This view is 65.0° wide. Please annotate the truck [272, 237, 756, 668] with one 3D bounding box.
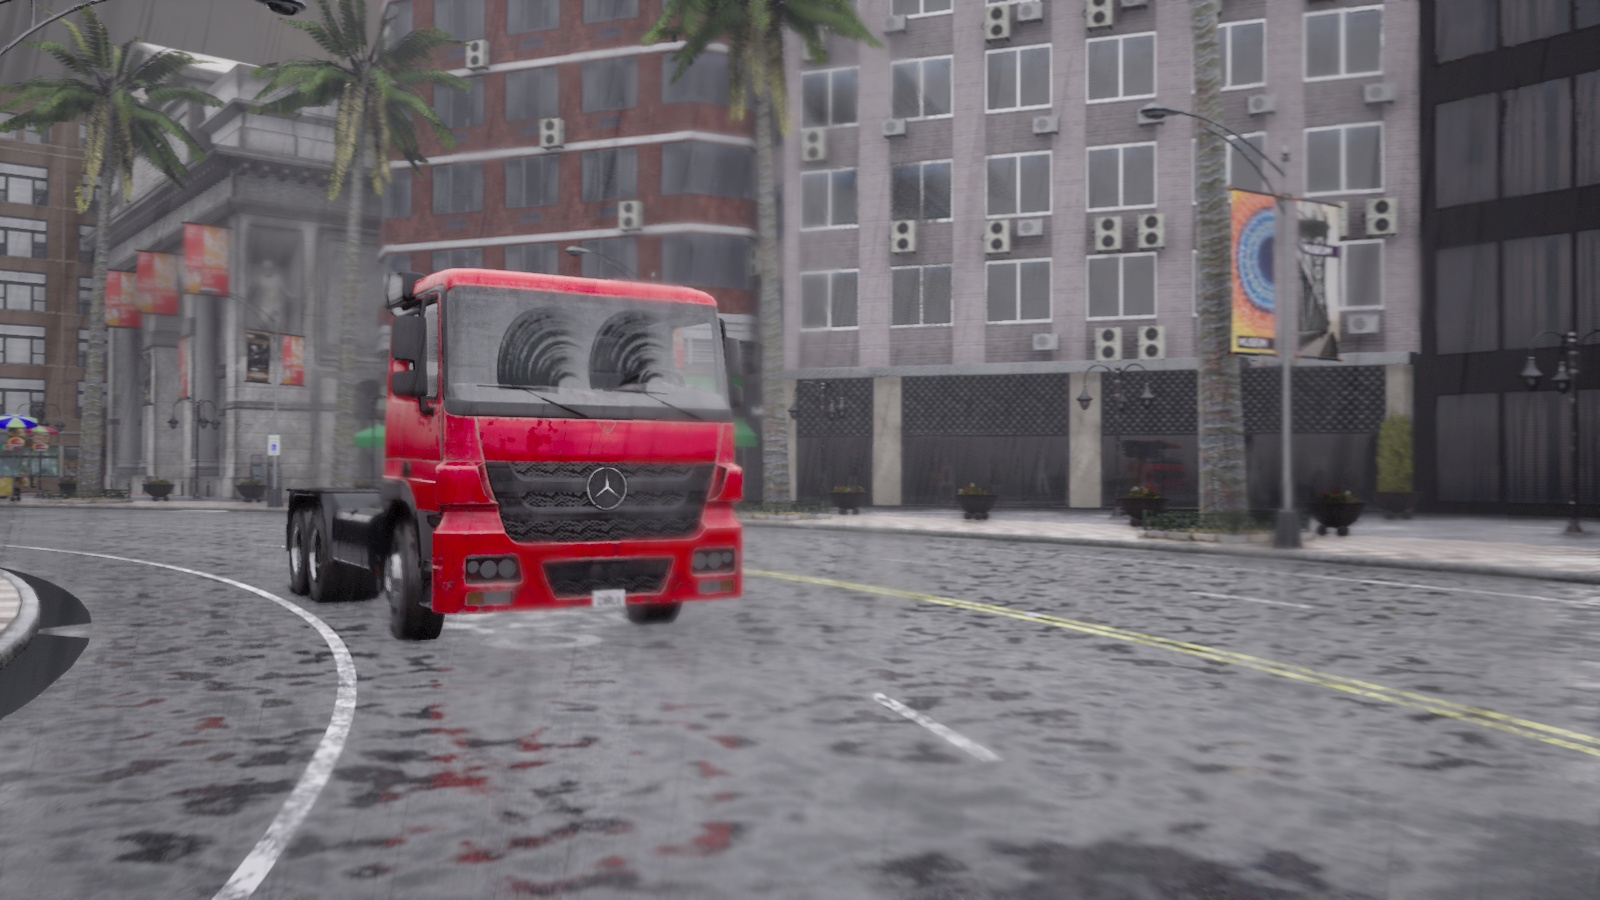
[{"bbox_3d":[-3.743,0.092,14.219,2.891,3.462,7.936,0,-1,-32],"label":"truck"}]
